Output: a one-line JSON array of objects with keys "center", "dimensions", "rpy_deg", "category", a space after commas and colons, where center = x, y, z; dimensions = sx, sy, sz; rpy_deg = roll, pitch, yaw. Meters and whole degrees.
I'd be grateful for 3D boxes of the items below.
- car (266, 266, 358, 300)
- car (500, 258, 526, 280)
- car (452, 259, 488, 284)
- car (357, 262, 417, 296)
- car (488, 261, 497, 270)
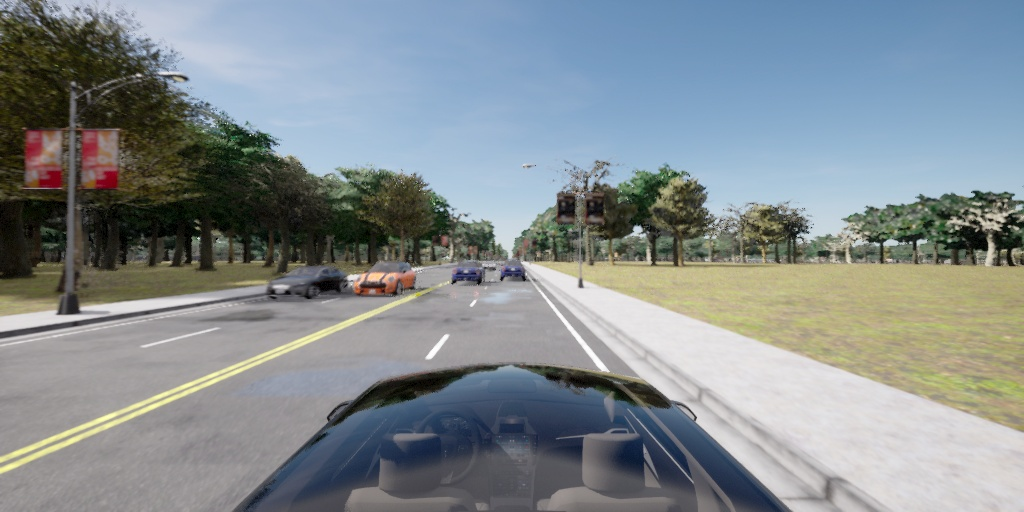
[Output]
[{"center": [-9.864, 1.246, 17.698], "dimensions": [2.128, 1.511, 4.902], "rpy_deg": [0, 0, 0], "category": "car"}, {"center": [0.073, 1.114, 31.199], "dimensions": [2.097, 1.767, 4.553], "rpy_deg": [0, 0, 0], "category": "car"}, {"center": [-3.173, 1.111, 26.978], "dimensions": [2.097, 1.767, 4.553], "rpy_deg": [0, 0, 0], "category": "car"}, {"center": [-6.614, 1.107, 19.224], "dimensions": [2.097, 1.767, 4.553], "rpy_deg": [0, 0, 0], "category": "car"}, {"center": [-3.192, 1.378, 51.116], "dimensions": [1.895, 1.301, 4.718], "rpy_deg": [0, 0, 0], "category": "car"}]
